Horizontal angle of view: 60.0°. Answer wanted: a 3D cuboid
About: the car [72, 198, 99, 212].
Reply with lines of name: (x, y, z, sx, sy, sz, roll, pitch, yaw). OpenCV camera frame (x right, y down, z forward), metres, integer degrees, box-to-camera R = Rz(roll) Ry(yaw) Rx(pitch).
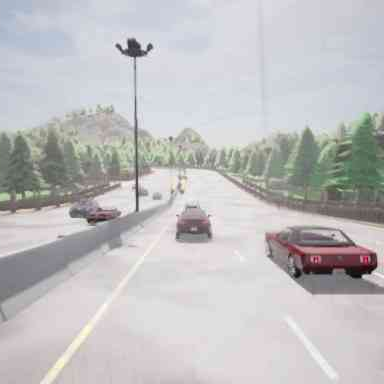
car: (-14.066, 1.666, 44.110, 2.097, 1.767, 4.553, 0, 0, 0)

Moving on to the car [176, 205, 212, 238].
car: (0.096, 1.667, 18.478, 1.812, 1.442, 4.674, 0, -1, 0)

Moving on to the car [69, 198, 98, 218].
car: (-10.578, 1.598, 33.344, 2.097, 1.767, 4.553, 0, 0, 0)

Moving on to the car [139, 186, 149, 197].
car: (-10.515, 0.135, 73.127, 1.837, 1.490, 4.892, 0, 6, 0)

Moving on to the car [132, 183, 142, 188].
car: (-13.973, -1.530, 84.206, 2.097, 1.767, 4.553, 0, 6, 0)

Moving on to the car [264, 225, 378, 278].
car: (3.598, 1.683, 10.344, 1.895, 1.301, 4.718, 0, 0, 0)

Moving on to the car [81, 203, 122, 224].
car: (-7.097, 1.803, 27.083, 1.895, 1.301, 4.718, 0, 0, 0)

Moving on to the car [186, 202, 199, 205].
car: (0.091, 1.896, 39.878, 1.895, 1.301, 4.718, 0, 0, 0)

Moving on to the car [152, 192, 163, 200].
car: (-7.015, 0.787, 67.558, 1.812, 1.442, 4.674, 0, 5, 0)
